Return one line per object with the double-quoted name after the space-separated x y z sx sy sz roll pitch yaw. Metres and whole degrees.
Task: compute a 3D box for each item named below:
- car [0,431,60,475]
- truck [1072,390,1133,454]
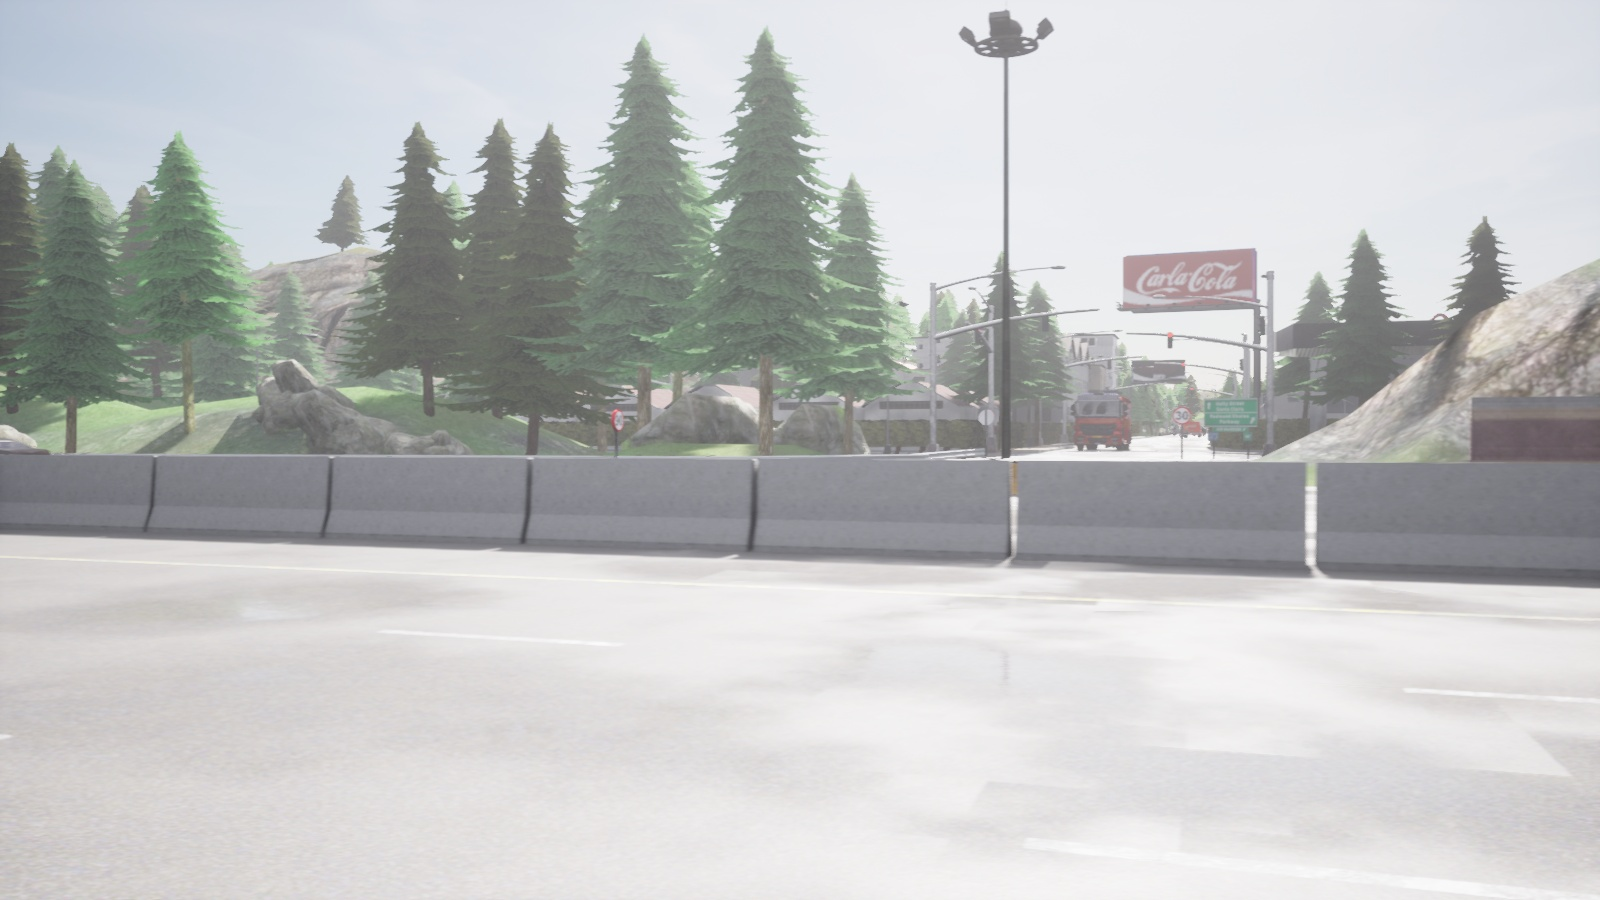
-27.683 0.056 42.037 5.357 1.411 2.033 1 1 20 "car"
19.312 -1.738 79.880 2.891 3.827 8.468 1 1 19 "truck"
